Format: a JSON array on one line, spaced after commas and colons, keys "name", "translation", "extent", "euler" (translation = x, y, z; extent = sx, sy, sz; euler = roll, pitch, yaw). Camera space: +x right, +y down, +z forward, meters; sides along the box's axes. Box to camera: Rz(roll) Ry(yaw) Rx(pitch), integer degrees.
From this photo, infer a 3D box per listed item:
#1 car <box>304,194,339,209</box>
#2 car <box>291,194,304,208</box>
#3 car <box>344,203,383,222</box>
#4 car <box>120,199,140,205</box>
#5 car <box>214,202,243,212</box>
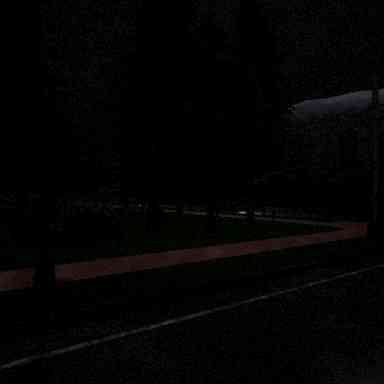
[{"name": "car", "translation": [16.764, 1.160, 42.243], "extent": [4.605, 1.855, 1.932], "euler": [0, 0, -37]}, {"name": "car", "translation": [14.947, 1.162, 44.024], "extent": [3.866, 1.878, 1.905], "euler": [0, 0, -37]}, {"name": "car", "translation": [14.032, 1.534, 24.267], "extent": [2.033, 1.411, 5.357], "euler": [0, 0, -37]}, {"name": "car", "translation": [-10.459, 1.550, 56.417], "extent": [1.994, 1.385, 4.181], "euler": [0, 0, -42]}, {"name": "car", "translation": [3.780, 1.550, 38.009], "extent": [1.994, 1.385, 4.181], "euler": [0, 0, -37]}]
